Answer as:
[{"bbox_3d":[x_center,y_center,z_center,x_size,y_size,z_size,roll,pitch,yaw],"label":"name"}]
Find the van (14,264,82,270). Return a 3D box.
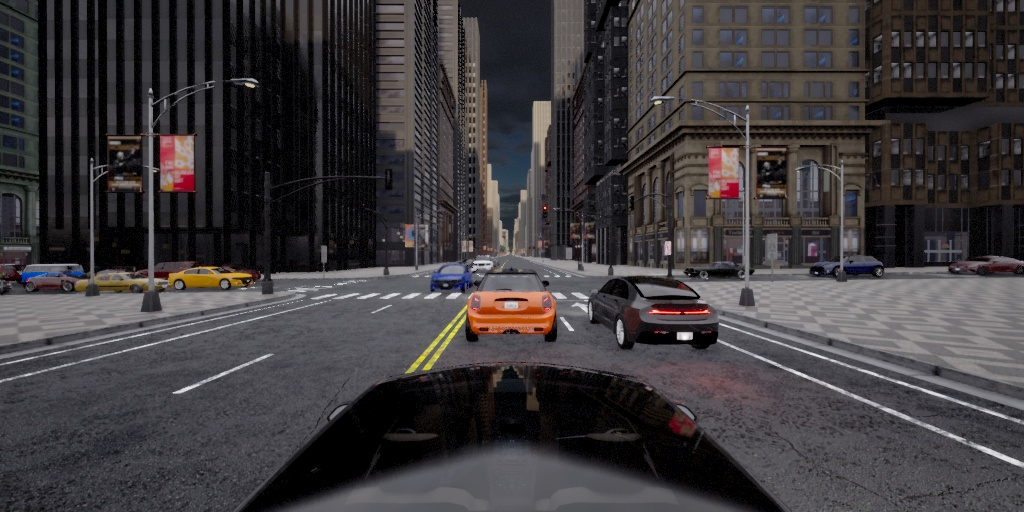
[{"bbox_3d":[-39.307,1.582,30.723,3.998,1.789,1.690,0,0,0],"label":"van"}]

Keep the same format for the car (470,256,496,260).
[{"bbox_3d":[-3.456,0.956,43.398,2.150,2.045,5.566,0,0,0],"label":"car"}]

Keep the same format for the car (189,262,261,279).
[{"bbox_3d":[-22.769,1.505,27.961,5.008,1.535,1.882,-1,0,1],"label":"car"}]

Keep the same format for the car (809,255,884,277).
[{"bbox_3d":[26.102,0.719,28.097,4.553,1.767,2.097,-1,0,0],"label":"car"}]

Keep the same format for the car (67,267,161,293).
[{"bbox_3d":[-23.883,1.595,22.183,4.829,1.417,1.751,0,0,0],"label":"car"}]

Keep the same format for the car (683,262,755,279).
[{"bbox_3d":[16.088,1.102,28.086,4.718,1.301,1.895,-1,0,0],"label":"car"}]

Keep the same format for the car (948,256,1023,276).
[{"bbox_3d":[37.247,0.743,28.096,4.674,1.442,1.812,-1,0,0],"label":"car"}]

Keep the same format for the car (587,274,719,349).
[{"bbox_3d":[3.234,1.254,9.143,1.837,1.490,4.892,0,0,0],"label":"car"}]

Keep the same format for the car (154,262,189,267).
[{"bbox_3d":[-29.133,1.418,30.715,5.009,1.841,2.192,0,0,0],"label":"car"}]

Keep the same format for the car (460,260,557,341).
[{"bbox_3d":[-0.008,1.101,10.003,2.097,1.767,4.553,0,0,0],"label":"car"}]

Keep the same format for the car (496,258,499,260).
[{"bbox_3d":[-3.479,1.285,56.578,1.994,1.385,4.181,0,0,0],"label":"car"}]

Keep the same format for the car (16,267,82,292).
[{"bbox_3d":[-30.784,1.714,24.854,4.181,1.385,1.994,-1,0,1],"label":"car"}]

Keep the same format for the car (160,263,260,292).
[{"bbox_3d":[-20.785,1.491,24.843,5.008,1.535,1.882,-1,0,0],"label":"car"}]

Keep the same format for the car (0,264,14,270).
[{"bbox_3d":[-44.394,1.625,30.727,5.009,1.841,2.192,0,0,0],"label":"car"}]

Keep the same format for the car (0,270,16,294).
[{"bbox_3d":[-33.825,1.753,22.180,4.403,1.370,2.007,0,0,0],"label":"car"}]

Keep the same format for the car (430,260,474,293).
[{"bbox_3d":[-3.402,1.224,20.824,1.882,1.535,5.008,0,0,0],"label":"car"}]
